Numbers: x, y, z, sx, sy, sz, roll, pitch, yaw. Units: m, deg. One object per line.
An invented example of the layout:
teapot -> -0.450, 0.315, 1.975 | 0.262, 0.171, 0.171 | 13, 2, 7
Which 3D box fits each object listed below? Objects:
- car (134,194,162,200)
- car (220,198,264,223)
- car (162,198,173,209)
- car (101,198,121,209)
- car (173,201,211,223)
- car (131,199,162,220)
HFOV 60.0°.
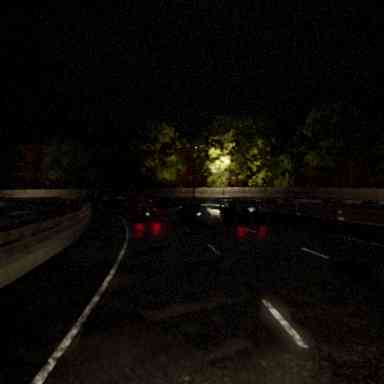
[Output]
car -> -6.304, 1.258, 44.401 | 2.150, 2.045, 5.566 | 0, 0, -24
car -> 3.729, 1.337, 25.670 | 2.097, 1.767, 4.553 | 0, 0, -13
car -> -3.822, 1.587, 47.246 | 1.994, 1.385, 4.181 | 0, 0, -25
car -> -11.463, 1.537, 46.994 | 1.882, 1.535, 5.008 | 0, 0, -27
car -> 0.041, 1.568, 26.105 | 1.994, 1.385, 4.181 | 0, 0, -14
car -> -4.098, 1.549, 28.163 | 1.812, 1.442, 4.674 | 0, 0, -16
